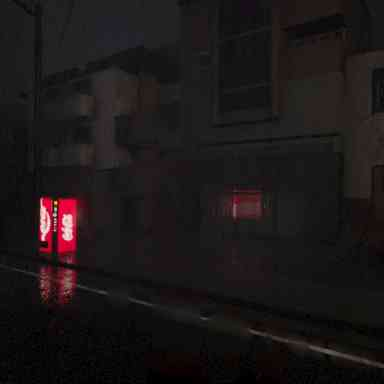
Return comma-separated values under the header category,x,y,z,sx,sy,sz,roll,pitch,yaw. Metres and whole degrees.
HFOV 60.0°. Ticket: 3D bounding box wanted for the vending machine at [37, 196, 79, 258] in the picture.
category,x,y,z,sx,sy,sz,roll,pitch,yaw
vending machine,-4.838,1.193,12.043,0.880,2.100,1.100,1,0,35
